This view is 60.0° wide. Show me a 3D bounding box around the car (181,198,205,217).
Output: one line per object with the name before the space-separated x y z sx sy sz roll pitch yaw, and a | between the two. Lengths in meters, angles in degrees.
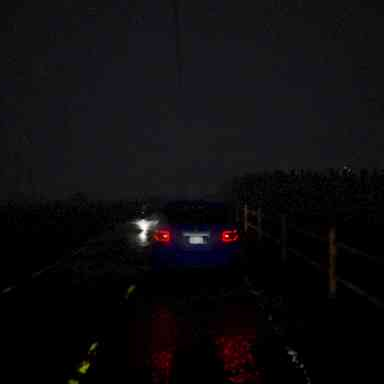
car | 0.102 1.321 30.216 2.033 1.411 5.357 0 0 0

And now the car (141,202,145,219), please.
car | -2.846 1.150 26.908 2.097 1.767 4.553 0 0 0

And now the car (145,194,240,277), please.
car | 0.094 1.146 10.147 2.150 2.045 5.566 0 1 0

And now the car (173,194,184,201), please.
car | -2.749 1.099 68.016 1.895 1.301 4.718 0 0 0
